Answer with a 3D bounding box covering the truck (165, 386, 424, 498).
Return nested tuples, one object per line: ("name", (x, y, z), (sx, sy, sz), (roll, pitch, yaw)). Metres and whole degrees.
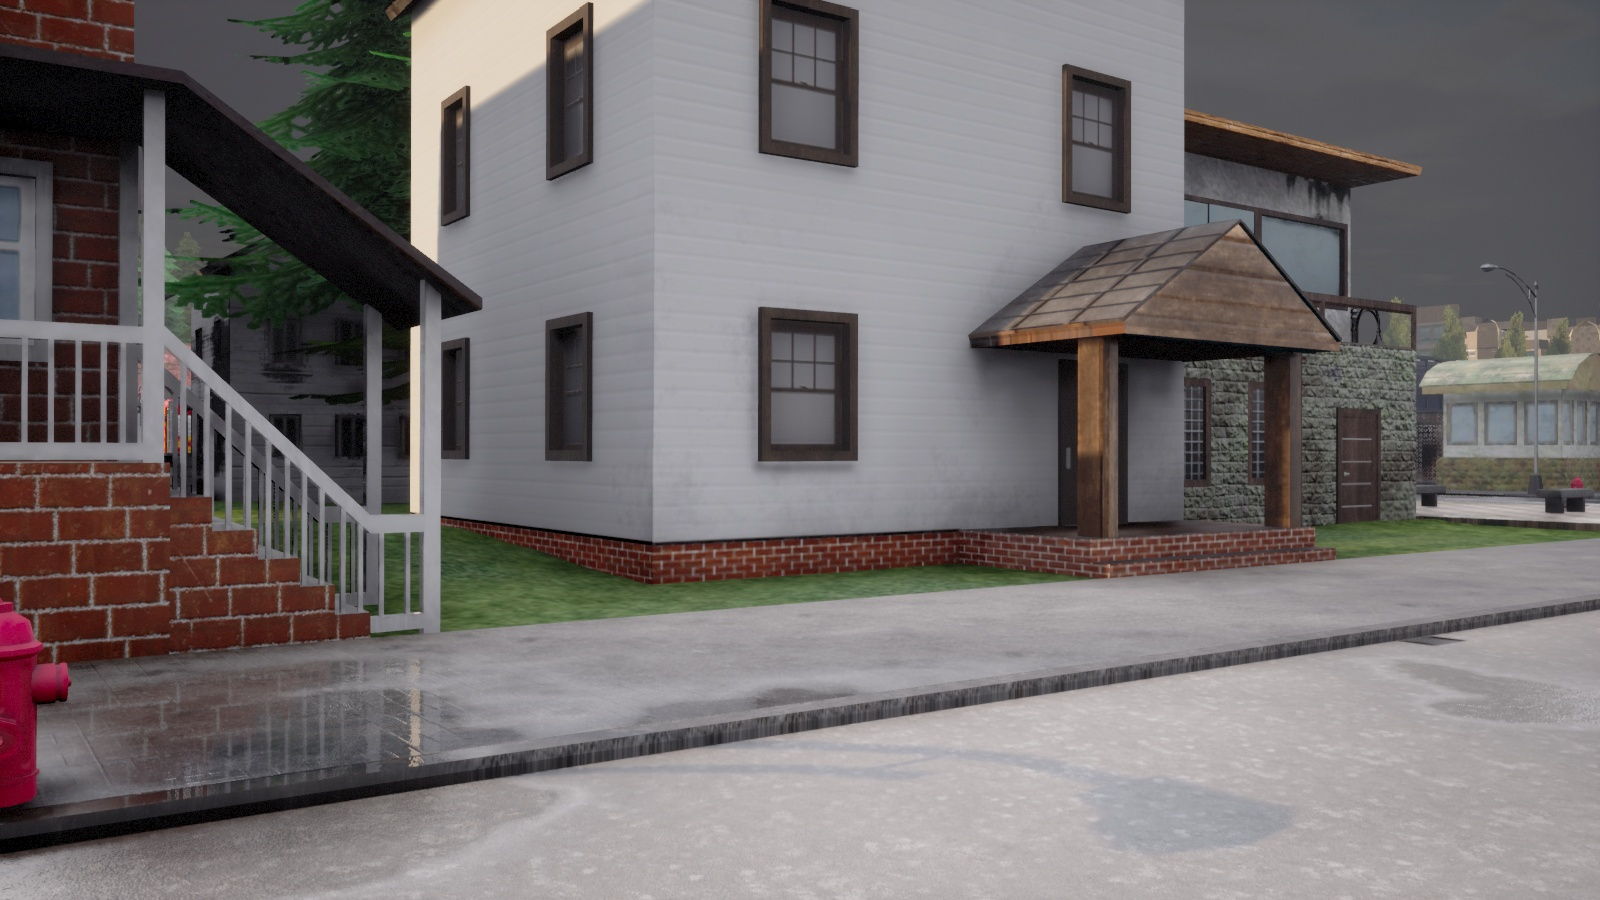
("truck", (-18.604, -0.266, 46.530), (8.468, 3.827, 2.891), (0, 0, -35))
